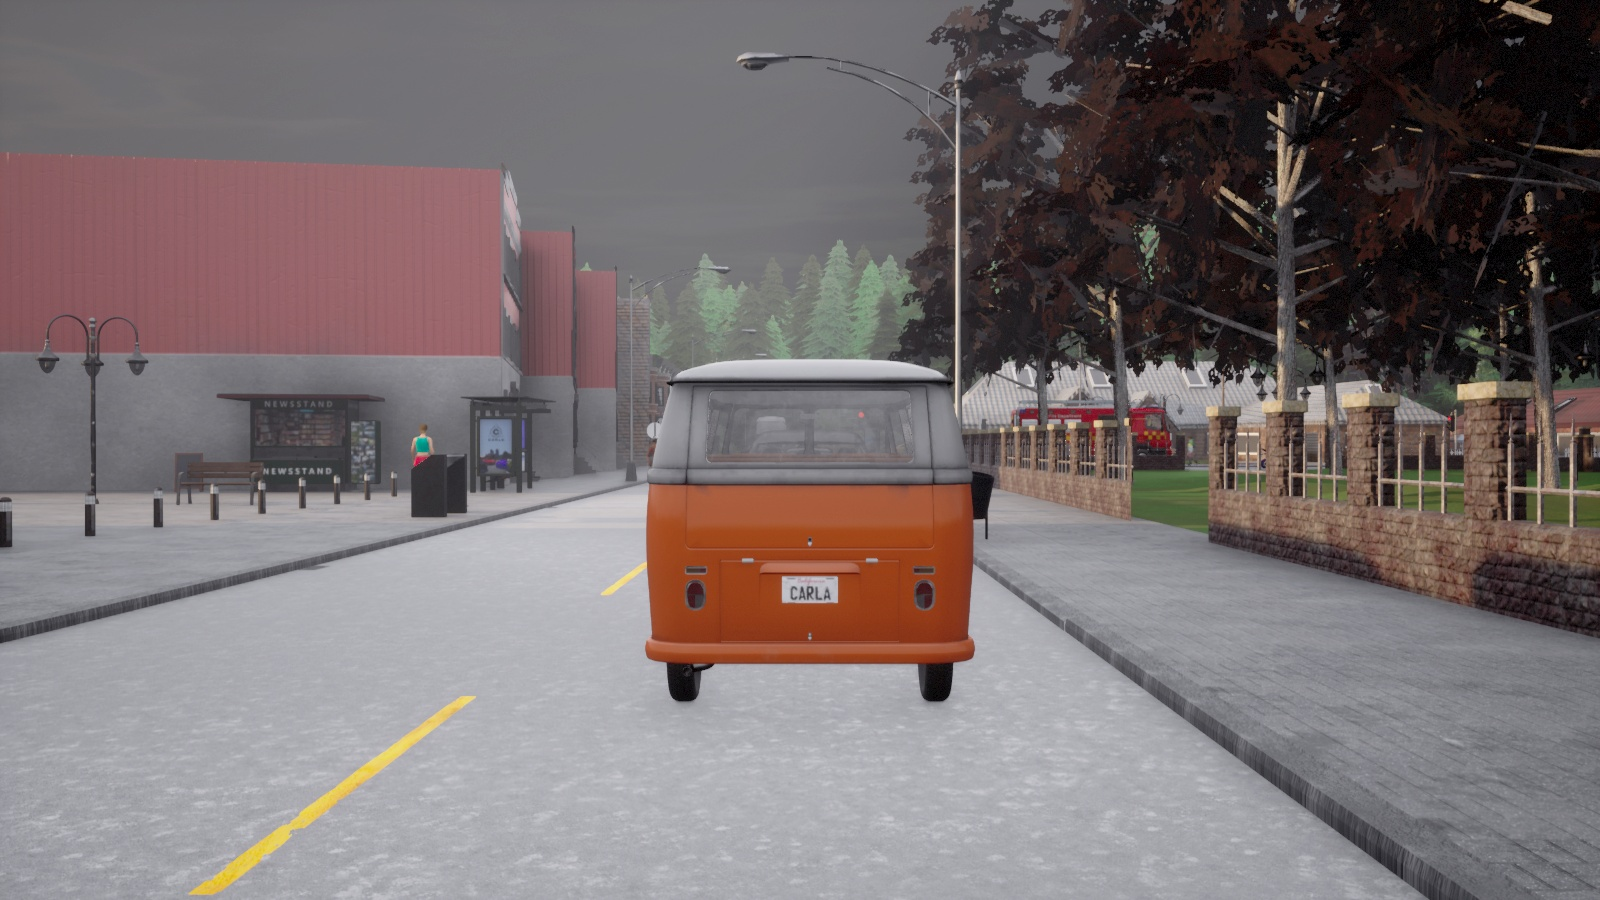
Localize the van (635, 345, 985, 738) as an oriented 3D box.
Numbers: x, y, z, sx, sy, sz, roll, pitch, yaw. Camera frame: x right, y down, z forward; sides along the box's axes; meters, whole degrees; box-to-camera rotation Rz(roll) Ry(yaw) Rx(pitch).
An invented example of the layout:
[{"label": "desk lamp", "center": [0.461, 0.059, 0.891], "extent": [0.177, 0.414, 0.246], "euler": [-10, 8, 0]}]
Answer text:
[{"label": "van", "center": [0.064, 0.450, 8.585], "extent": [1.775, 1.987, 4.442], "euler": [0, 0, 0]}]

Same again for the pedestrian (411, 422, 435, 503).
[{"label": "pedestrian", "center": [-8.647, 0.279, 28.809], "extent": [0.345, 1.836, 0.594], "euler": [0, 0, 1]}]

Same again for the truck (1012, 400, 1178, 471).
[{"label": "truck", "center": [16.223, -0.799, 69.380], "extent": [8.468, 3.827, 2.891], "euler": [0, 0, -1]}]

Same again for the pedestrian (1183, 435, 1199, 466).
[{"label": "pedestrian", "center": [24.206, 0.031, 77.810], "extent": [0.873, 1.952, 0.659], "euler": [0, 0, 12]}]
